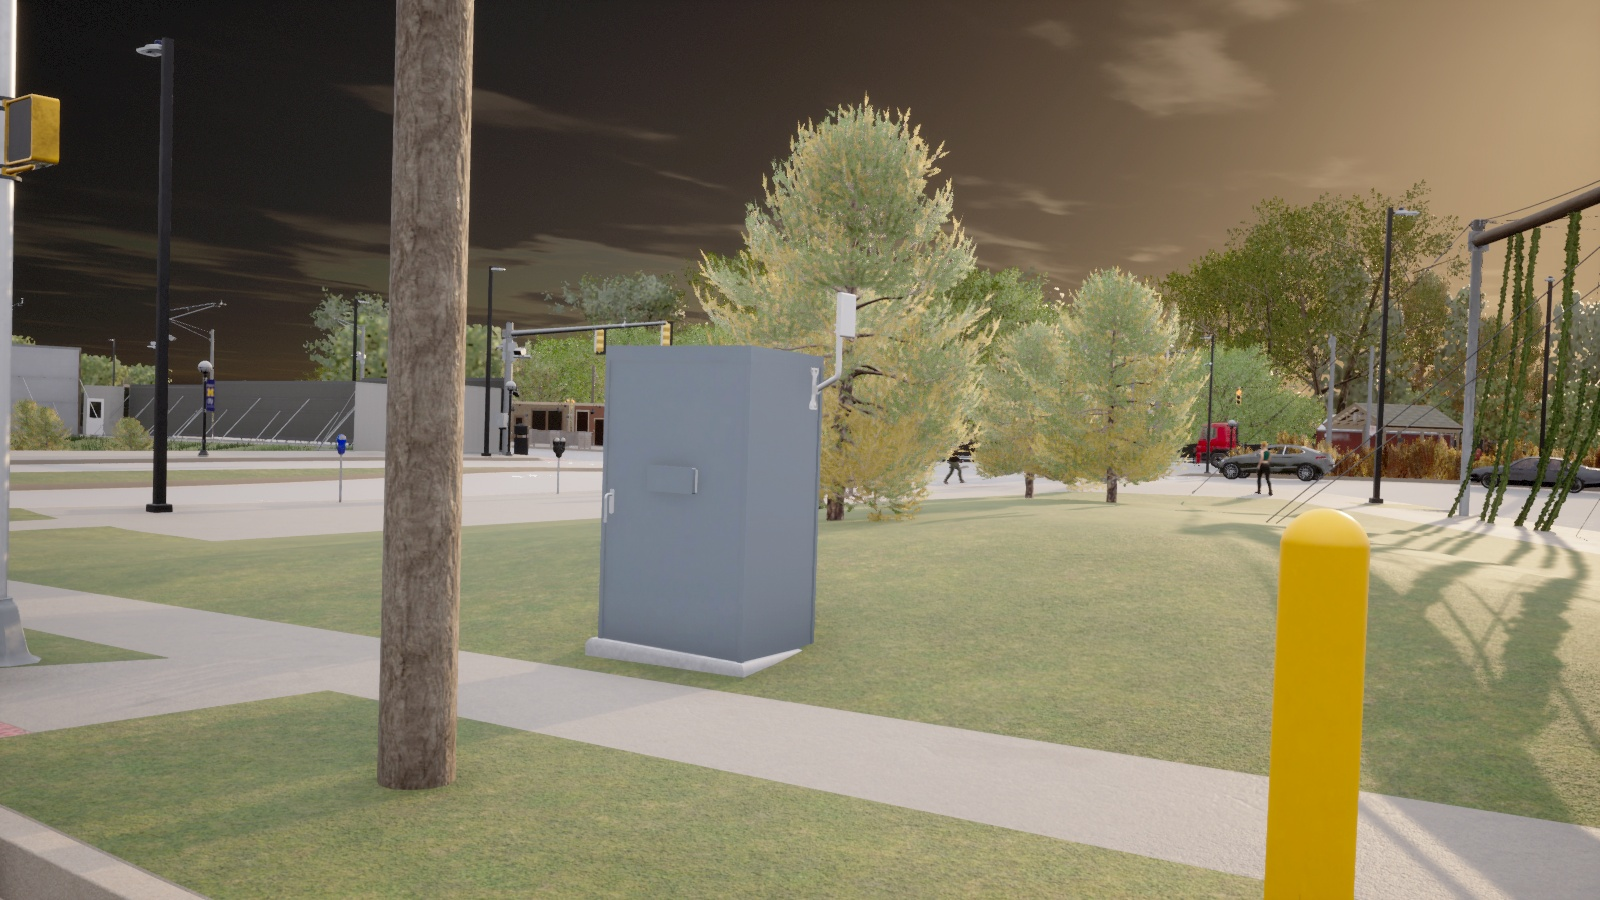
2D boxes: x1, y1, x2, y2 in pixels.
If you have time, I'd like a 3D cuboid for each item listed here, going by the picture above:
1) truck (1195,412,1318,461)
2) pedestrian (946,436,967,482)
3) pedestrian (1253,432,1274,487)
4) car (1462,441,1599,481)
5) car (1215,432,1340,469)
[{"bbox_3d":[33.320,-0.938,91.754,7.936,3.462,2.891,0,1,36],"label":"truck"},{"bbox_3d":[6.279,0.354,50.377,0.703,1.840,0.431,2,2,25],"label":"pedestrian"},{"bbox_3d":[15.701,0.310,42.516,0.345,1.836,0.594,0,2,-15],"label":"pedestrian"},{"bbox_3d":[30.597,0.423,52.044,5.357,1.411,2.033,2,3,34],"label":"car"},{"bbox_3d":[22.015,0.016,57.931,5.027,1.651,2.152,0,1,34],"label":"car"}]
